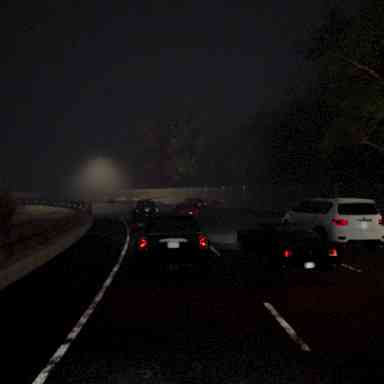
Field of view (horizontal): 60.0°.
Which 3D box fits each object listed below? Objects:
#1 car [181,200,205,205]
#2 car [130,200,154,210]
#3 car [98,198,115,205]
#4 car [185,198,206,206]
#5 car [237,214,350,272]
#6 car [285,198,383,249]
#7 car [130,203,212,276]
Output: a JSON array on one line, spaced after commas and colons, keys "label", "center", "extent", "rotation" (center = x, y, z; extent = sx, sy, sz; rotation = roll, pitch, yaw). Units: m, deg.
[{"label": "car", "center": [-0.670, 1.684, 29.038], "extent": [1.994, 1.385, 4.181], "rotation": [0, 0, -15]}, {"label": "car", "center": [-4.080, 1.483, 28.236], "extent": [2.097, 1.767, 4.553], "rotation": [0, 0, -15]}, {"label": "car", "center": [-18.175, 1.897, 70.502], "extent": [2.033, 1.411, 5.357], "rotation": [0, 0, -39]}, {"label": "car", "center": [-0.050, 1.507, 38.837], "extent": [2.097, 1.767, 4.553], "rotation": [0, 0, -23]}, {"label": "car", "center": [2.846, 1.630, 10.895], "extent": [1.895, 1.301, 4.718], "rotation": [0, 0, -6]}, {"label": "car", "center": [5.904, 1.260, 14.679], "extent": [2.150, 2.045, 5.566], "rotation": [0, 0, -7]}, {"label": "car", "center": [-0.692, 1.399, 10.736], "extent": [2.097, 1.767, 4.553], "rotation": [0, 0, -6]}]
